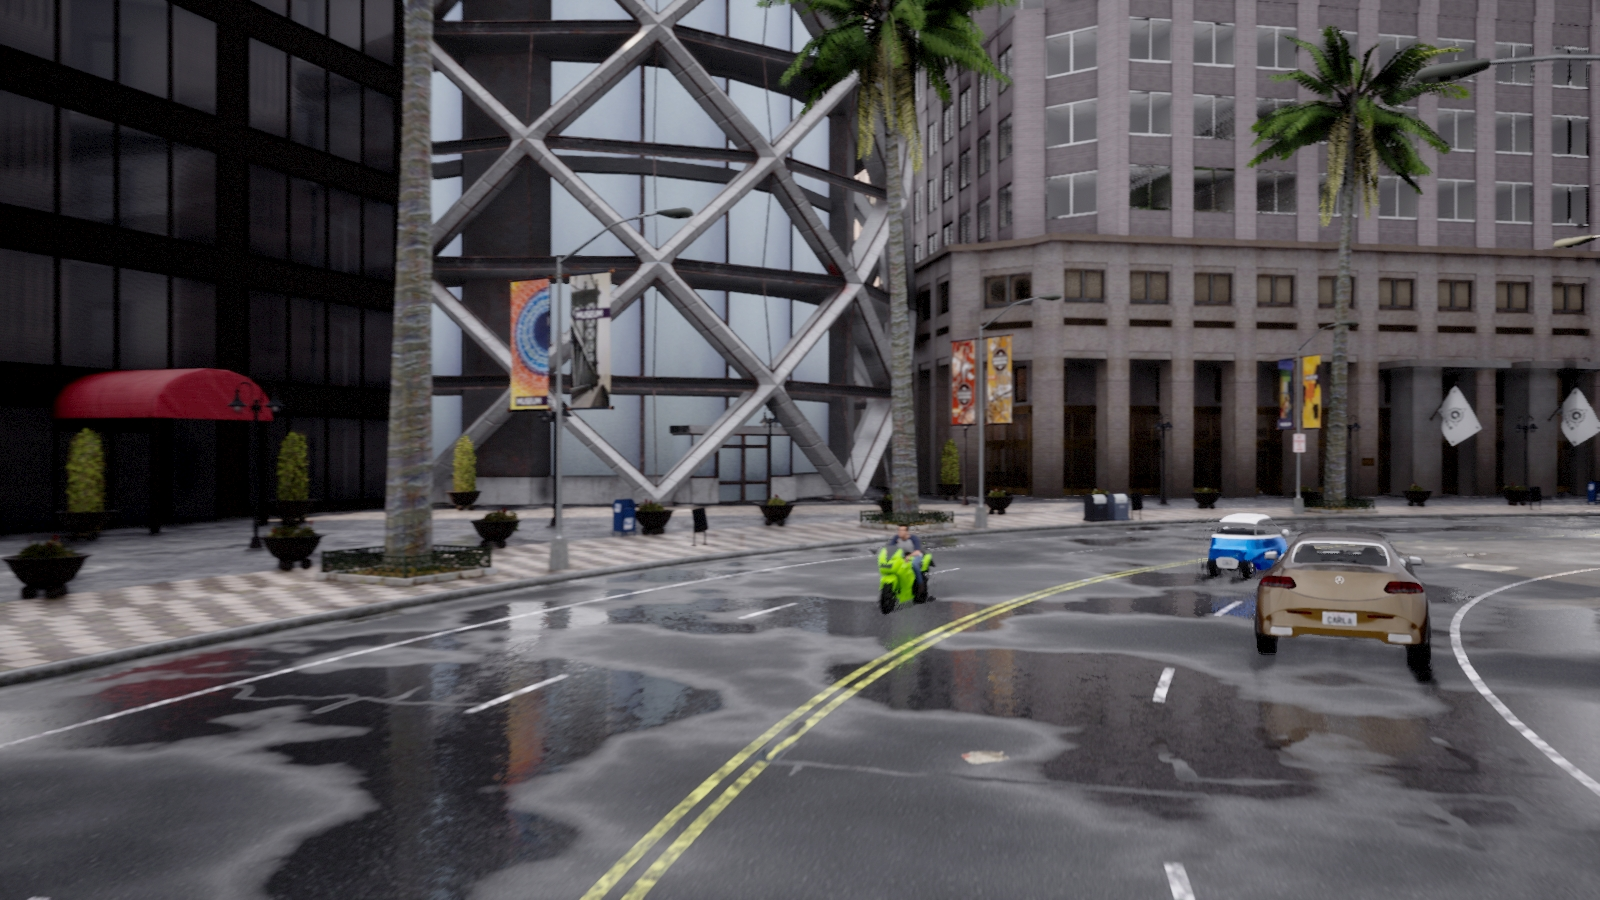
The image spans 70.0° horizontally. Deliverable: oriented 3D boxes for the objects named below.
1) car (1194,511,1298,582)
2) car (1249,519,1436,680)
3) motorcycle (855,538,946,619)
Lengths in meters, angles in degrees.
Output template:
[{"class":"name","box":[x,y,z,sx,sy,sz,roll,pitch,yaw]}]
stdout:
[{"class":"car","box":[10.035,2.128,25.692,1.481,1.376,2.207,0,0,42]},{"class":"car","box":[7.936,1.998,16.753,2.152,1.651,5.027,0,0,26]},{"class":"motorcycle","box":[1.784,2.214,19.992,0.803,1.145,2.033,2,1,29]}]
